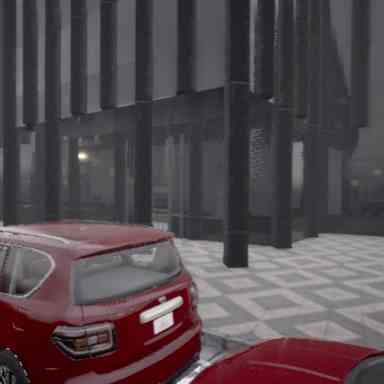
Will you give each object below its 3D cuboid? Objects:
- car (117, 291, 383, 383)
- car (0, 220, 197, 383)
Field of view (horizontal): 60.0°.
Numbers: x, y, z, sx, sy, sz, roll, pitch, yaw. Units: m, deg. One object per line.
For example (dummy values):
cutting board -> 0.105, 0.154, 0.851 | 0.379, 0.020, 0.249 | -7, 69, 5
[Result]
car -> 1.933, 1.536, 1.584 | 4.507, 1.381, 1.887 | 0, 1, 35
car -> -2.217, 1.327, 4.528 | 5.009, 1.841, 2.192 | 0, 1, 35
